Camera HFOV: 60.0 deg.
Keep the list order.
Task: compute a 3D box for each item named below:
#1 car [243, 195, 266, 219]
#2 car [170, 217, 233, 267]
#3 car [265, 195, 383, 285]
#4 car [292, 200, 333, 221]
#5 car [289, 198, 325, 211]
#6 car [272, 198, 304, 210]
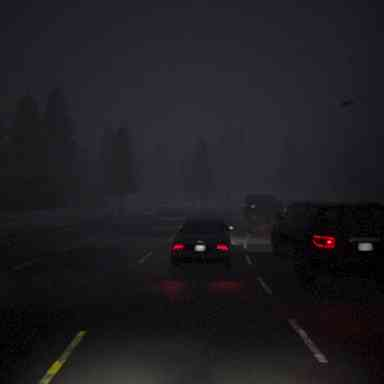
[{"bbox_3d":[6.299,1.253,28.780,2.150,2.045,5.566,0,0,32],"label":"car"},{"bbox_3d":[0.442,1.561,11.534,2.033,1.411,5.357,0,0,5],"label":"car"},{"bbox_3d":[3.793,1.235,9.689,2.150,2.045,5.566,0,0,3],"label":"car"},{"bbox_3d":[10.370,1.524,28.451,2.128,1.511,4.902,0,0,35],"label":"car"},{"bbox_3d":[14.780,1.553,42.638,4.892,1.490,1.837,0,-1,-34],"label":"car"},{"bbox_3d":[13.240,1.616,45.751,4.181,1.385,1.994,0,0,-34],"label":"car"}]
